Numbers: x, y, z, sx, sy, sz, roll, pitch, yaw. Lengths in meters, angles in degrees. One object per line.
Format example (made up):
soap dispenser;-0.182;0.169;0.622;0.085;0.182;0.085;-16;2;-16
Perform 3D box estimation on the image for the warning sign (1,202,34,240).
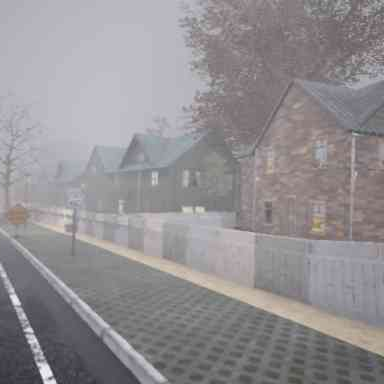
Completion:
warning sign;-9.099;1.486;17.356;1.300;1.860;1.060;5;-2;-34
